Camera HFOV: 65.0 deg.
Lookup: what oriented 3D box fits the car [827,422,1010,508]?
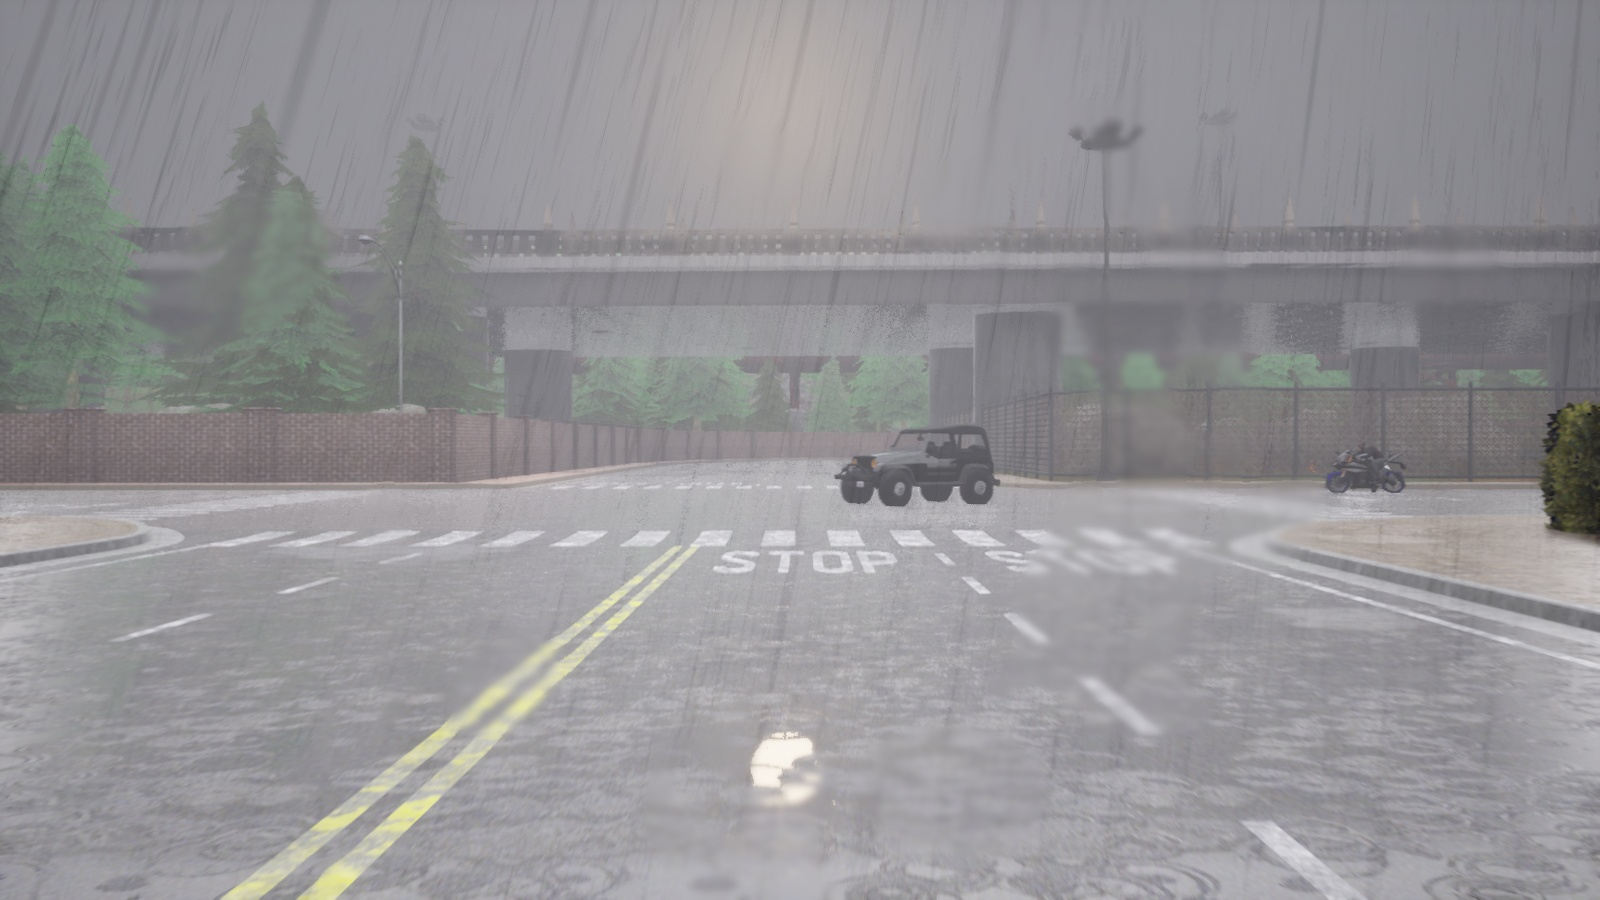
[{"bbox_3d":[2.780,0.335,29.360,3.866,1.878,1.905,0,0,-31],"label":"car"}]

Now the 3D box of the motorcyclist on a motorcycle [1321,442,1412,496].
[{"bbox_3d":[16.113,0.538,35.724,2.191,1.530,0.866,0,0,0],"label":"motorcyclist on a motorcycle"}]
